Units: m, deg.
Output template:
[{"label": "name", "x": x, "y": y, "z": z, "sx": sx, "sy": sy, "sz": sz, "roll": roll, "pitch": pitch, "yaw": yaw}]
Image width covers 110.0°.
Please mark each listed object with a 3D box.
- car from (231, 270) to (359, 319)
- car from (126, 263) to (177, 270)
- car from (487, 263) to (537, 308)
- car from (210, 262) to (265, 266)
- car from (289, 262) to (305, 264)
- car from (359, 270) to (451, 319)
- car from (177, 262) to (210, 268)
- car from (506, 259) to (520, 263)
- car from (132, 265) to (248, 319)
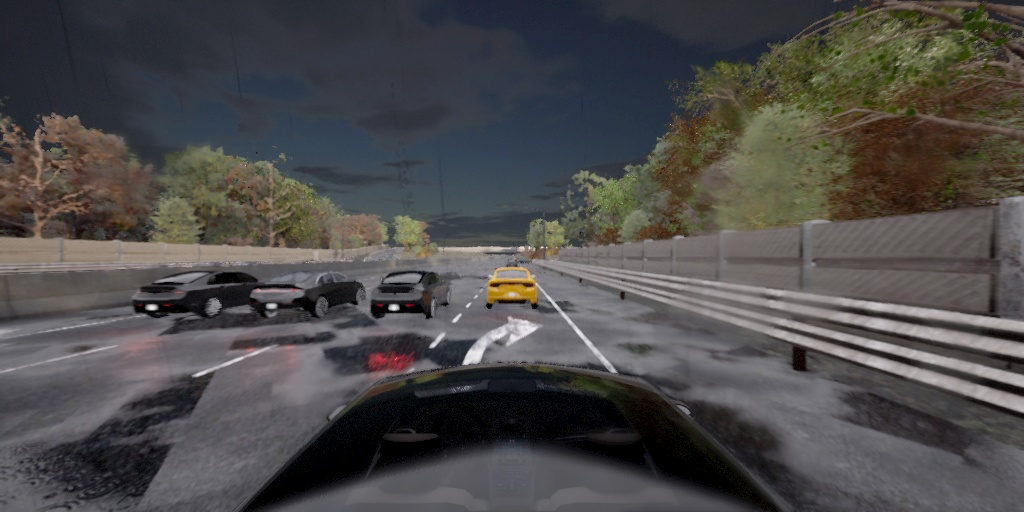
[{"label": "car", "x": -6.903, "y": 1.226, "z": 12.723, "sx": 2.128, "sy": 1.511, "sz": 4.902, "roll": 0, "pitch": 0, "yaw": 0}, {"label": "car", "x": -31.589, "y": 1.320, "z": 32.248, "sx": 1.895, "sy": 1.301, "sz": 4.718, "roll": 0, "pitch": 0, "yaw": 0}, {"label": "car", "x": -0.006, "y": 1.213, "z": 15.192, "sx": 1.882, "sy": 1.535, "sz": 5.008, "roll": 0, "pitch": 0, "yaw": 0}, {"label": "car", "x": -24.586, "y": 1.270, "z": 33.320, "sx": 2.033, "sy": 1.411, "sz": 5.357, "roll": 0, "pitch": 0, "yaw": 0}, {"label": "car", "x": -21.089, "y": 1.289, "z": 35.144, "sx": 1.994, "sy": 1.385, "sz": 4.181, "roll": 0, "pitch": 0, "yaw": 0}, {"label": "car", "x": -3.402, "y": 1.241, "z": 12.756, "sx": 1.837, "sy": 1.490, "sz": 4.892, "roll": 0, "pitch": 0, "yaw": 0}, {"label": "car", "x": -28.084, "y": 1.286, "z": 33.502, "sx": 1.994, "sy": 1.385, "sz": 4.181, "roll": 0, "pitch": 0, "yaw": 0}, {"label": "car", "x": -0.024, "y": 1.285, "z": 57.852, "sx": 1.812, "sy": 1.442, "sz": 4.674, "roll": 0, "pitch": 0, "yaw": 0}, {"label": "car", "x": -10.404, "y": 1.238, "z": 12.781, "sx": 1.837, "sy": 1.490, "sz": 4.892, "roll": 0, "pitch": 0, "yaw": 0}]
